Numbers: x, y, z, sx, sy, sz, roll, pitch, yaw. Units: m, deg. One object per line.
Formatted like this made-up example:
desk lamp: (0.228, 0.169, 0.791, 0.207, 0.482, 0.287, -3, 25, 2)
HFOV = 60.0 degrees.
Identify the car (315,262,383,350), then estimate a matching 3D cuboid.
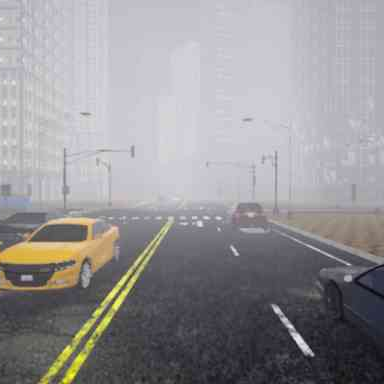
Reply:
car: (3.348, 1.549, 4.135, 2.033, 1.411, 5.357, 0, 0, 0)

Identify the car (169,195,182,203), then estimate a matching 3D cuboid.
car: (-3.253, 1.469, 70.389, 1.812, 1.442, 4.674, 0, 0, 0)

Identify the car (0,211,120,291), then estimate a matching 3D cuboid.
car: (-3.344, 1.480, 9.245, 1.882, 1.535, 5.008, 0, 0, 0)

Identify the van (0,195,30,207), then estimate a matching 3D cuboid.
van: (-22.653, 1.199, 41.975, 3.998, 1.788, 1.690, 0, 0, 1)

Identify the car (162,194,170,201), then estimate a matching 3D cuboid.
car: (-6.725, 1.403, 85.845, 1.837, 1.490, 4.892, 0, 0, -1)

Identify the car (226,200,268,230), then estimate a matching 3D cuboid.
car: (3.351, 1.353, 21.129, 2.097, 1.767, 4.553, 0, 0, 0)

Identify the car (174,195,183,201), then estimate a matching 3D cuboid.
car: (-3.477, 1.441, 85.972, 2.033, 1.411, 5.357, 0, 0, -1)

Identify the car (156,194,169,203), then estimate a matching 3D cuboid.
car: (-6.503, 1.445, 70.272, 1.837, 1.490, 4.892, 0, 0, 0)

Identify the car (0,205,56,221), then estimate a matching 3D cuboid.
car: (-6.583, 1.480, 13.868, 1.882, 1.535, 5.008, 0, 0, 0)
